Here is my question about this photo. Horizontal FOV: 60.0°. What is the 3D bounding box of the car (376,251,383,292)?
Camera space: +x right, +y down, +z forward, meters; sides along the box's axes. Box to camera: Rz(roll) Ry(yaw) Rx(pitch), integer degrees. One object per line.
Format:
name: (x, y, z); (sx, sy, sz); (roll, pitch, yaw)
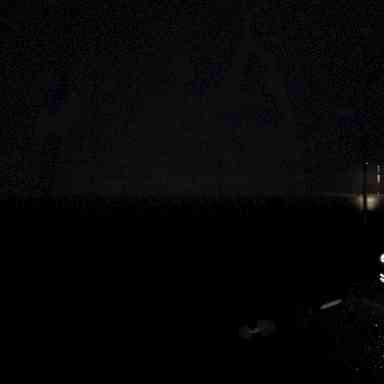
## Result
car: (6.088, 1.327, 7.415); (4.553, 1.767, 2.097); (0, 0, -35)
